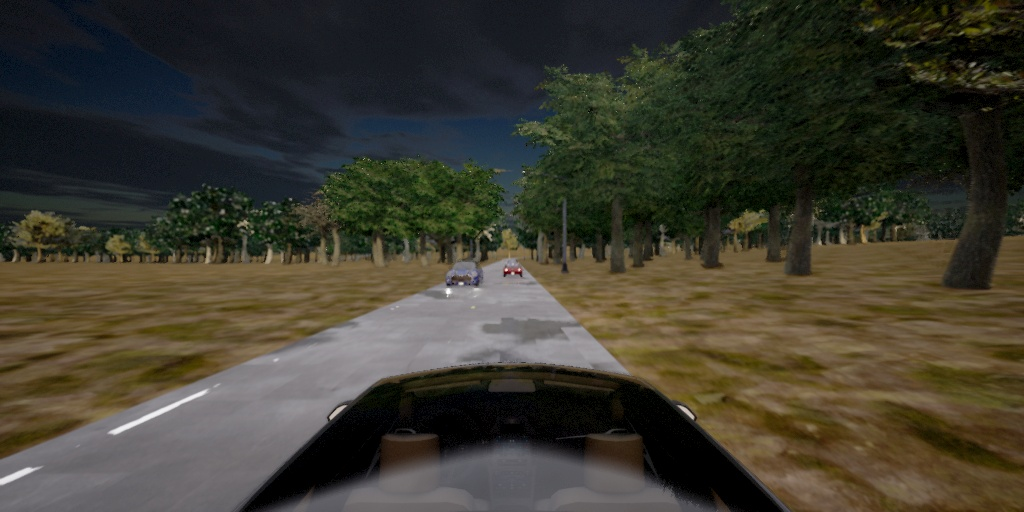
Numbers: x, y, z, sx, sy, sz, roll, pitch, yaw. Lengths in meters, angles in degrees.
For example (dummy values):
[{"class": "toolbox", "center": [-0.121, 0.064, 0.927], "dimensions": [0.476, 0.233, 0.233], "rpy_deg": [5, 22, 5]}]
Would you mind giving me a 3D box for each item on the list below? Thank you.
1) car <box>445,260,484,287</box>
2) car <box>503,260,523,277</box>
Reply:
[{"class": "car", "center": [-3.067, 1.094, 23.999], "dimensions": [2.097, 1.767, 4.553], "rpy_deg": [0, 0, 1]}, {"class": "car", "center": [0.077, 1.332, 35.667], "dimensions": [1.895, 1.301, 4.718], "rpy_deg": [0, 0, 0]}]
